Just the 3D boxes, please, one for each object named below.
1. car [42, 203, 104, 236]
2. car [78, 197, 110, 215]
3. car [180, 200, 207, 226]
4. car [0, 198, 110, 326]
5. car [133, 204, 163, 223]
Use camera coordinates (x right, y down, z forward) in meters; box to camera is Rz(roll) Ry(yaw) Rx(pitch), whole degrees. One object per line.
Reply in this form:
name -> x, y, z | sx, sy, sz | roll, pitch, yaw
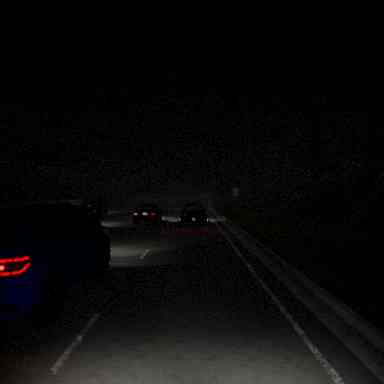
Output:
car -> -6.894, 1.534, 19.873 | 1.882, 1.535, 5.008 | 0, 0, 0
car -> -10.381, 1.452, 35.524 | 2.097, 1.767, 4.553 | 0, 0, 0
car -> 0.105, 1.595, 24.112 | 1.812, 1.442, 4.674 | 0, 0, 0
car -> -3.407, 1.242, 7.243 | 2.150, 2.045, 5.566 | 0, 0, 0
car -> -3.392, 1.622, 26.208 | 2.033, 1.411, 5.357 | 0, 0, 0
